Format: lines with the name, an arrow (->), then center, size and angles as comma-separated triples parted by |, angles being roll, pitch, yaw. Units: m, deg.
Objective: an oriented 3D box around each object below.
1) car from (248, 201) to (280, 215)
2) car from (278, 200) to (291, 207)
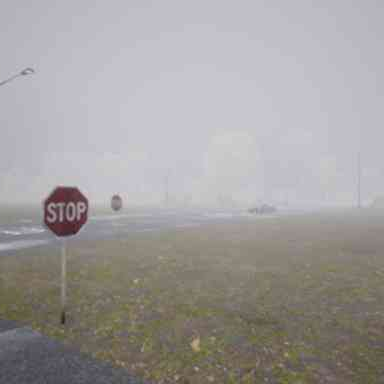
car -> 8.765, 2.104, 41.343 | 1.895, 1.301, 4.718 | 1, 0, 36
car -> 17.934, 2.247, 65.969 | 2.033, 1.411, 5.357 | 1, 0, 36
